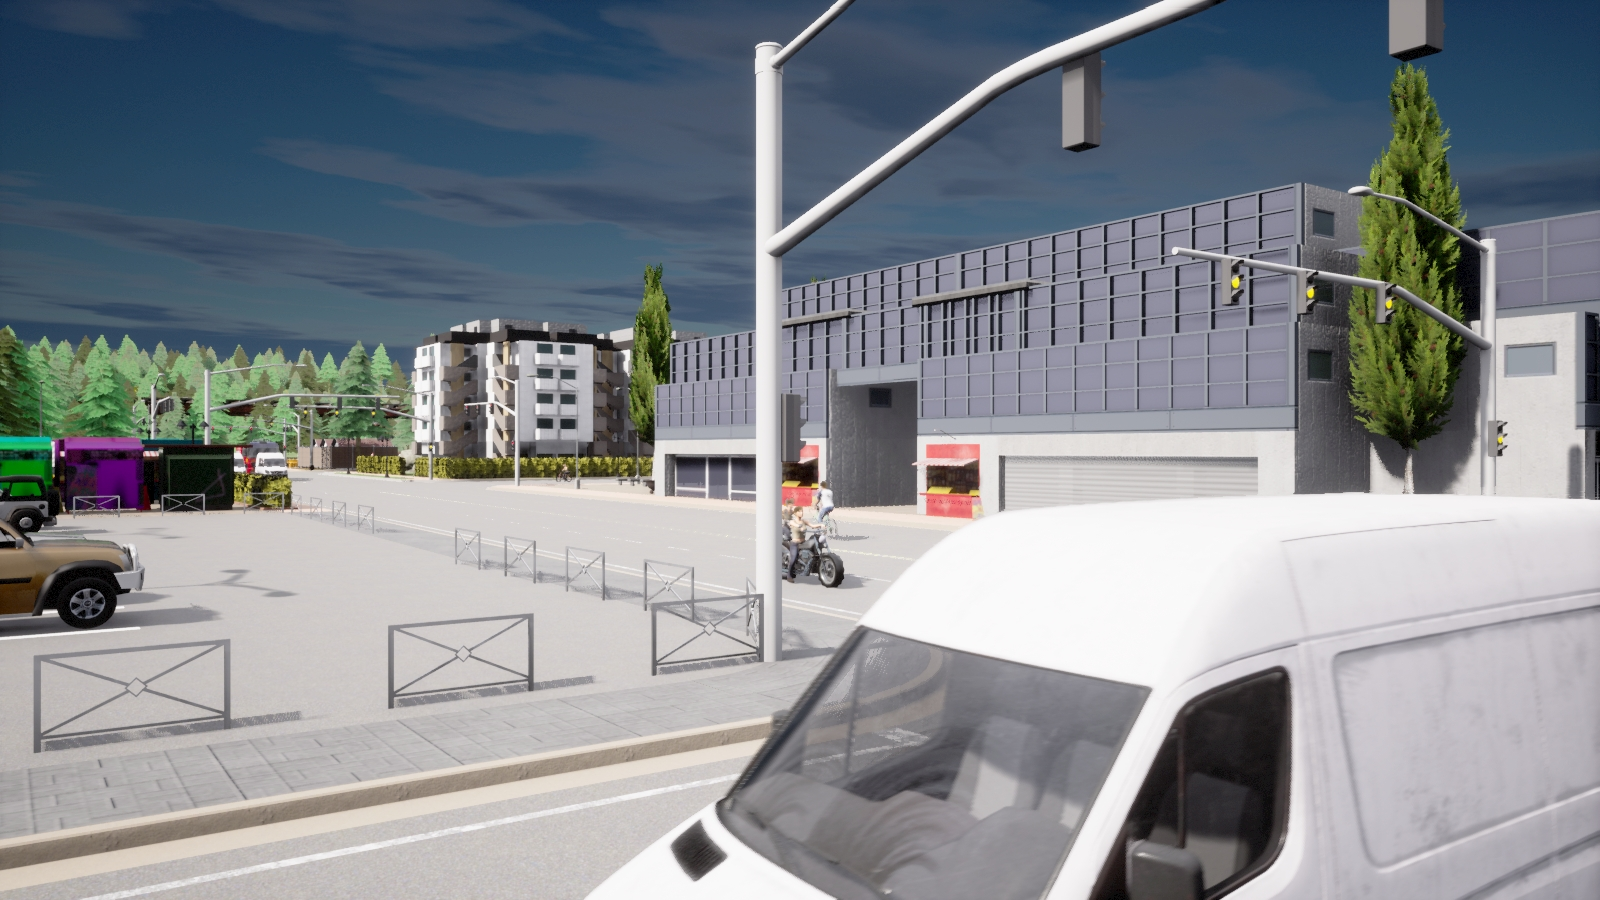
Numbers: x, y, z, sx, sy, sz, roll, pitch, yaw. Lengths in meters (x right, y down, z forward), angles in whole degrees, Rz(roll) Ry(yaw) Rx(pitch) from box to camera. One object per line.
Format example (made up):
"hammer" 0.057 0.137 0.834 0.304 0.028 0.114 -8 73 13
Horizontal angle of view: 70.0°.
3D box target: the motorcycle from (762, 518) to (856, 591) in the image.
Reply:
"motorcycle" 0.165 2.155 23.900 0.764 1.307 2.356 0 0 -34

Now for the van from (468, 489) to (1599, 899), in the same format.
"van" 1.786 1.534 5.034 5.915 2.561 1.988 0 0 -33
